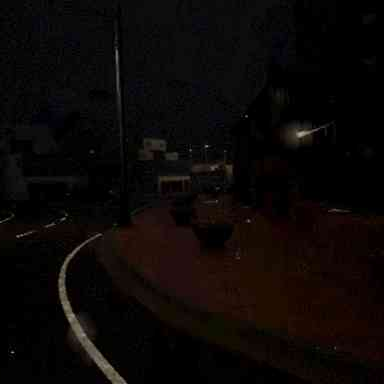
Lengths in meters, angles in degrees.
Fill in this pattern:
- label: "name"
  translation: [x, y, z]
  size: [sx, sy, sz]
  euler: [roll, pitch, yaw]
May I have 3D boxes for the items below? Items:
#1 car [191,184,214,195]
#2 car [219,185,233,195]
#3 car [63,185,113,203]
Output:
- label: "car"
  translation: [1.635, -0.414, 52.182]
  size: [2.097, 1.767, 4.553]
  euler: [0, 3, 41]
- label: "car"
  translation: [5.960, -0.313, 51.593]
  size: [1.812, 1.442, 4.674]
  euler: [0, 2, 40]
- label: "car"
  translation: [-12.231, 0.179, 39.408]
  size: [5.566, 2.045, 2.150]
  euler: [-2, 3, -31]
